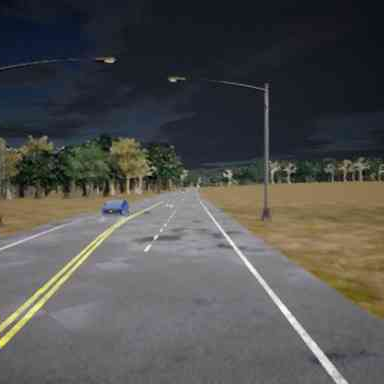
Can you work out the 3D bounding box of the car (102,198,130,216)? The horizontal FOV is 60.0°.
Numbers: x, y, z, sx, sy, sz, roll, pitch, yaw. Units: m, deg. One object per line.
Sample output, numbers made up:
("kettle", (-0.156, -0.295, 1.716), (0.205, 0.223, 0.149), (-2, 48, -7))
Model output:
("car", (-7.130, 1.386, 31.475), (1.882, 1.535, 5.008), (0, 0, -1))
